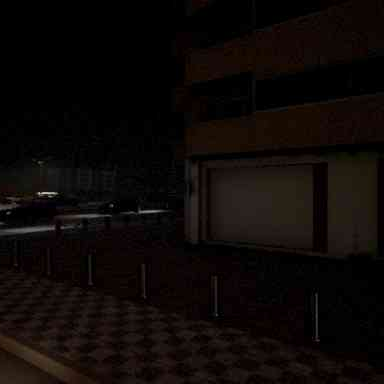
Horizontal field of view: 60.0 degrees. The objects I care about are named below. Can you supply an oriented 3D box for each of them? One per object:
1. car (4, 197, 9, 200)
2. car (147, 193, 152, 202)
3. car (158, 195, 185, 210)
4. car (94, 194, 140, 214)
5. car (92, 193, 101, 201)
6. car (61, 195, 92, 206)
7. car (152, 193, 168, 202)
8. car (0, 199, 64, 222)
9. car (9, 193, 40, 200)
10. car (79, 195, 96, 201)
[{"bbox_3d":[-36.389,1.419,69.611,1.784,1.438,3.905,0,0,35],"label":"car"},{"bbox_3d":[-7.919,1.212,70.901,1.905,1.878,3.866,0,0,35],"label":"car"},{"bbox_3d":[-1.767,1.547,44.231,2.128,1.511,4.902,0,0,35],"label":"car"},{"bbox_3d":[-7.760,1.407,35.717,2.097,1.767,4.553,0,0,35],"label":"car"},{"bbox_3d":[-23.961,1.211,82.202,1.905,1.878,3.866,0,0,35],"label":"car"},{"bbox_3d":[-20.214,1.451,58.202,1.970,1.475,3.806,0,0,35],"label":"car"},{"bbox_3d":[-5.587,1.209,69.185,1.932,1.855,4.605,0,0,35],"label":"car"},{"bbox_3d":[-13.437,1.581,27.600,1.812,1.442,4.674,0,0,35],"label":"car"},{"bbox_3d":[-34.062,1.209,67.886,1.932,1.855,4.605,0,0,35],"label":"car"},{"bbox_3d":[-26.319,1.451,83.883,1.970,1.475,3.806,0,0,35],"label":"car"}]
